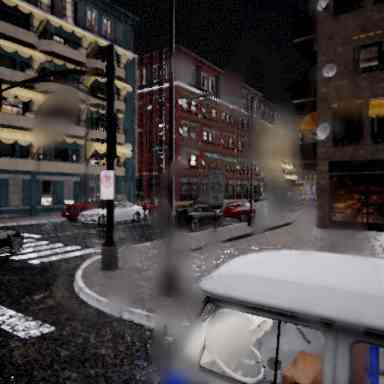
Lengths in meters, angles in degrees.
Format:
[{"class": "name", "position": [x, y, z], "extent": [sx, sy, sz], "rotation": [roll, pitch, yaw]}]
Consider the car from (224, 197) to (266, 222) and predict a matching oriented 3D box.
[{"class": "car", "position": [3.364, 1.300, 23.400], "extent": [1.802, 1.307, 4.206], "rotation": [1, 2, 35]}]

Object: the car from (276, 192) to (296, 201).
[{"class": "car", "position": [15.740, 0.749, 55.598], "extent": [1.947, 1.339, 4.313], "rotation": [1, 2, 35]}]

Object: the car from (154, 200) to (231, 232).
[{"class": "car", "position": [0.162, 1.364, 18.841], "extent": [1.947, 1.339, 4.313], "rotation": [1, 2, 35]}]

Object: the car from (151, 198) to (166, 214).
[{"class": "car", "position": [-3.470, 1.210, 28.248], "extent": [1.887, 1.381, 4.507], "rotation": [1, 2, 35]}]

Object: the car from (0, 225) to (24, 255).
[{"class": "car", "position": [-7.214, 1.559, 10.616], "extent": [1.994, 1.385, 4.181], "rotation": [-1, 1, 1]}]

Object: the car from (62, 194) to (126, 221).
[{"class": "car", "position": [-6.670, 1.061, 23.684], "extent": [2.192, 1.841, 5.009], "rotation": [1, 2, 35]}]

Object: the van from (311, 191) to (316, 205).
[{"class": "van", "position": [16.174, 0.737, 41.629], "extent": [1.690, 1.788, 3.998], "rotation": [1, 2, 35]}]

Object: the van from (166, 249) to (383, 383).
[{"class": "van", "position": [1.639, 1.341, 1.695], "extent": [3.998, 1.788, 1.690], "rotation": [0, 0, 35]}]

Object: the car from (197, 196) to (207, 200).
[{"class": "car", "position": [1.463, 1.103, 30.783], "extent": [2.128, 1.511, 4.902], "rotation": [0, 1, 35]}]

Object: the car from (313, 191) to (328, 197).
[{"class": "car", "position": [28.549, 0.407, 73.832], "extent": [1.887, 1.381, 4.507], "rotation": [1, 2, 35]}]

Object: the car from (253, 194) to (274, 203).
[{"class": "car", "position": [9.337, 0.910, 46.482], "extent": [1.947, 1.339, 4.313], "rotation": [1, 2, 35]}]

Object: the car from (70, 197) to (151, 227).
[{"class": "car", "position": [-5.101, 1.301, 21.441], "extent": [1.812, 1.442, 4.674], "rotation": [0, 1, 35]}]

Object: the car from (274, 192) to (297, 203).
[{"class": "car", "position": [13.260, 0.917, 47.445], "extent": [1.895, 1.301, 4.718], "rotation": [0, 1, 36]}]
